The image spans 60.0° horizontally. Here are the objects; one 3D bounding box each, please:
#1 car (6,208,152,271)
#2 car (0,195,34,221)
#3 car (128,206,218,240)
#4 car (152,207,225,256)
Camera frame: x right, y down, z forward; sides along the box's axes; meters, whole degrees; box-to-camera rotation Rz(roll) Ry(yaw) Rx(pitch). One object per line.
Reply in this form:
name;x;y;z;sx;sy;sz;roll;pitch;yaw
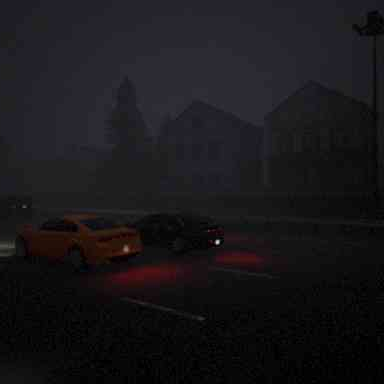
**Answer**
car;-3.917;1.493;11.061;5.008;1.535;1.882;0;0;36
car;-15.452;1.270;27.904;5.566;2.045;2.150;0;0;36
car;-1.095;1.544;17.652;4.674;1.442;1.812;0;0;35
car;-1.055;1.521;13.316;4.892;1.490;1.837;1;0;36
